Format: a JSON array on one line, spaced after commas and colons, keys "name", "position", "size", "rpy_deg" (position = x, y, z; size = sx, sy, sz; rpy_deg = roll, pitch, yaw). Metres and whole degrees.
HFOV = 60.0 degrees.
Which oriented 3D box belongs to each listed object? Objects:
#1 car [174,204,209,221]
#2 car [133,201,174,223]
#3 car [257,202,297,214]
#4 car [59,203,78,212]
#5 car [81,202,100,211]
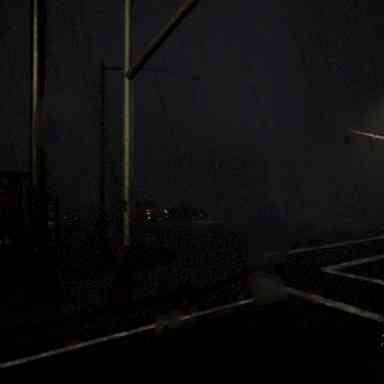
[{"name": "car", "position": [-0.405, 1.782, 29.208], "size": [1.994, 1.385, 4.181], "rpy_deg": [0, -1, -36]}, {"name": "car", "position": [-3.877, 1.581, 28.032], "size": [2.097, 1.767, 4.553], "rpy_deg": [0, -1, -36]}, {"name": "car", "position": [9.845, 1.865, 39.035], "size": [1.895, 1.301, 4.718], "rpy_deg": [0, -1, -34]}, {"name": "car", "position": [-17.841, 2.177, 47.443], "size": [1.895, 1.301, 4.718], "rpy_deg": [0, -1, -36]}, {"name": "car", "position": [-14.667, 2.173, 49.017], "size": [1.895, 1.301, 4.718], "rpy_deg": [0, -1, -35]}]
